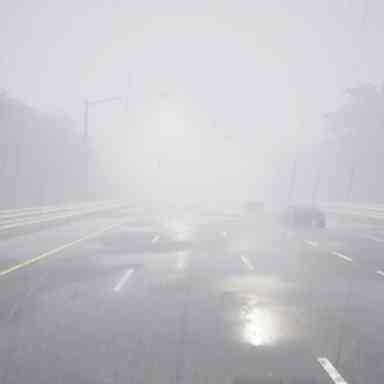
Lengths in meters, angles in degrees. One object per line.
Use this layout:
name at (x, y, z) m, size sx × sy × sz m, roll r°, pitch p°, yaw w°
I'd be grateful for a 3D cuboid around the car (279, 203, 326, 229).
car at (7.033, 1.509, 21.619) m, size 1.837 × 1.490 × 4.892 m, roll 0°, pitch 0°, yaw 0°

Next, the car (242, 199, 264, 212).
car at (7.094, 1.499, 38.986) m, size 1.882 × 1.535 × 5.008 m, roll 0°, pitch 0°, yaw 0°

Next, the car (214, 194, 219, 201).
car at (7.385, 1.488, 85.026) m, size 1.812 × 1.442 × 4.674 m, roll 0°, pitch 0°, yaw 0°

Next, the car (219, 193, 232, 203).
car at (7.283, 1.504, 69.992) m, size 1.812 × 1.442 × 4.674 m, roll 0°, pitch 0°, yaw 0°
